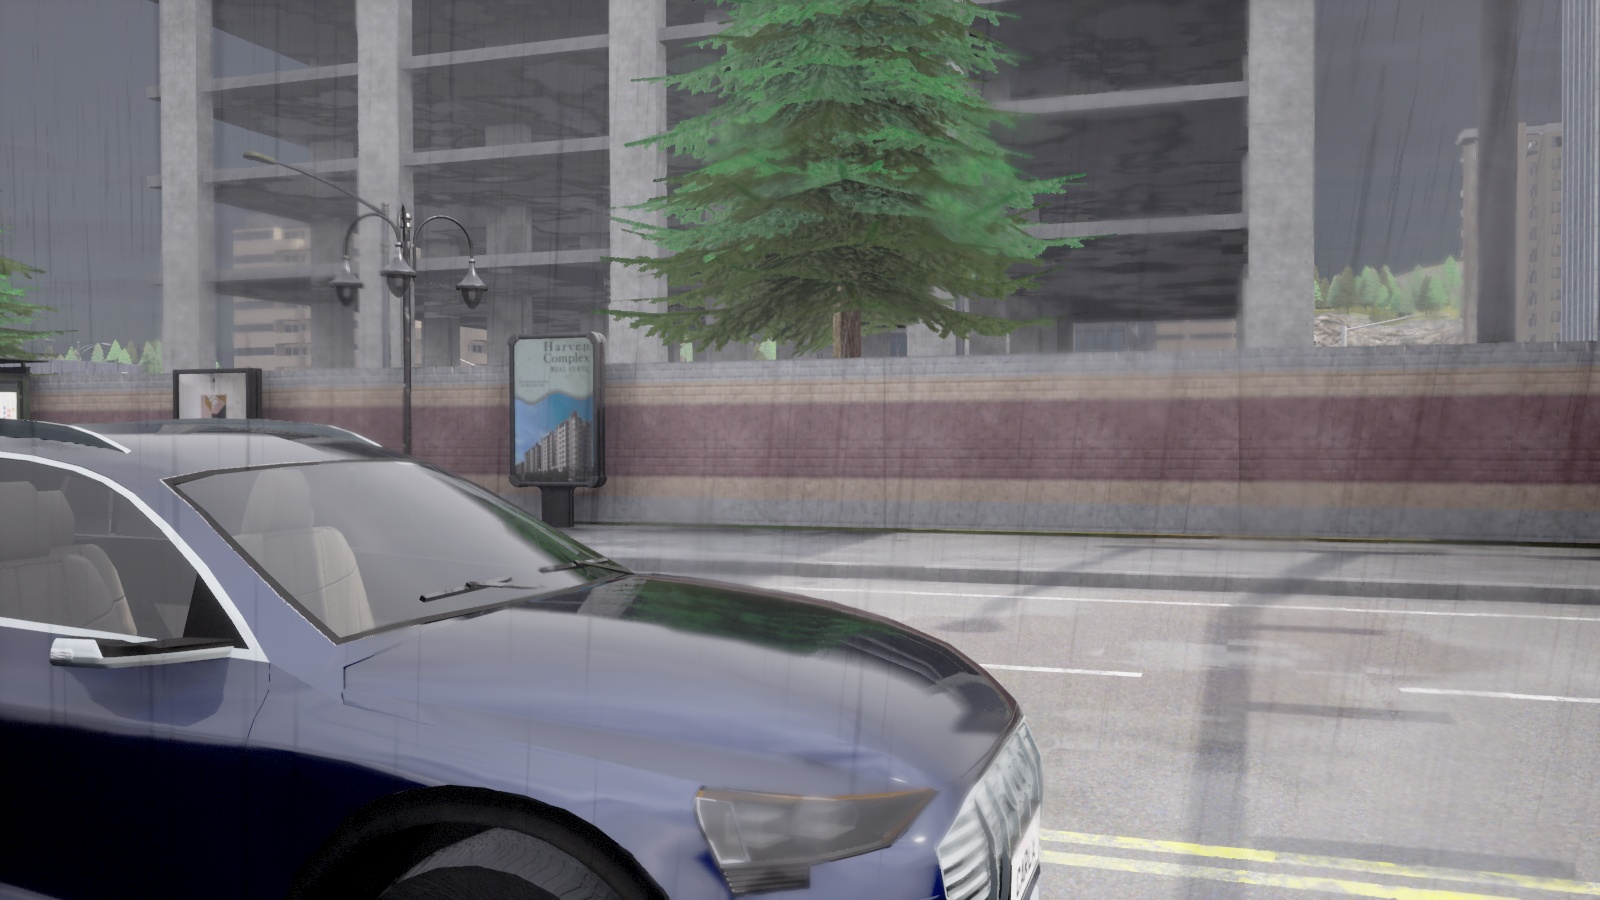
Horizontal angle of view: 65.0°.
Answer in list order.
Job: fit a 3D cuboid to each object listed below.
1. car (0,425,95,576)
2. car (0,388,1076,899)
[{"bbox_3d":[-10.812,0.497,14.212,5.366,1.575,1.801,1,1,19],"label":"car"},{"bbox_3d":[-1.758,0.689,3.783,4.856,1.649,2.033,1,1,19],"label":"car"}]
